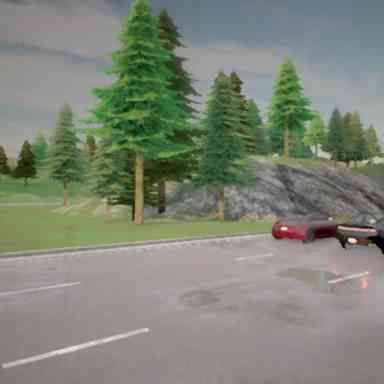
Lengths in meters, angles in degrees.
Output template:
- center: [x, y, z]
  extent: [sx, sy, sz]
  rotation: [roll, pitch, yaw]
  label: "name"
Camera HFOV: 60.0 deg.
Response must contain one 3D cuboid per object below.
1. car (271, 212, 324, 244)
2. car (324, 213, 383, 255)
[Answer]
- center: [5.940, 1.698, 16.698]
  extent: [4.181, 1.385, 1.994]
  rotation: [1, 0, -35]
  label: "car"
- center: [7.979, 1.627, 13.853]
  extent: [4.902, 1.511, 2.128]
  rotation: [1, 0, -35]
  label: "car"
